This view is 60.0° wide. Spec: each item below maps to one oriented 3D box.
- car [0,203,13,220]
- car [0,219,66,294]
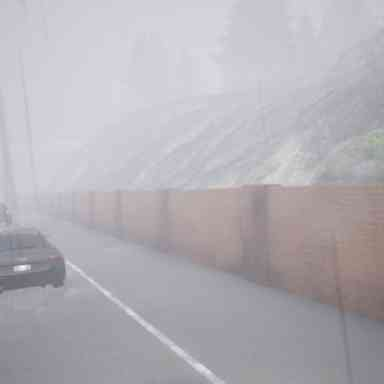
[{"bbox_3d":[-15.166,1.612,25.684,2.097,1.767,4.553,-1,0,-32],"label":"car"},{"bbox_3d":[-4.763,1.649,8.967,1.994,1.385,4.181,-1,0,-32],"label":"car"}]
